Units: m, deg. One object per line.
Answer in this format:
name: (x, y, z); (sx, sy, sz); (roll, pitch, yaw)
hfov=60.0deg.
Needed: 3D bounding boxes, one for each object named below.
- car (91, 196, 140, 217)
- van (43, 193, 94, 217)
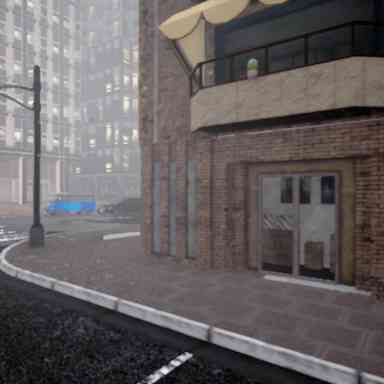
car: (-5.507, 1.171, 27.052); (1.812, 1.442, 4.674); (0, 0, 36)
van: (-9.473, 0.976, 25.968); (1.690, 1.788, 3.998); (0, 0, 36)
